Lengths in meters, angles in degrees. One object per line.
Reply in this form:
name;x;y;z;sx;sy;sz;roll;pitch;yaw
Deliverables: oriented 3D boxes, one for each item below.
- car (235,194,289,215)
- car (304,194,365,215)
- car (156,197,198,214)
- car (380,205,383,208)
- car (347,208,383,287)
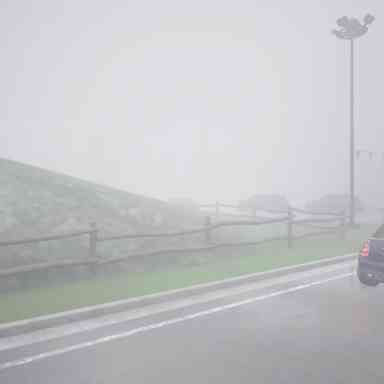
car;7.139;1.221;34.192;5.566;2.045;2.150;0;0;36
car;14.093;1.221;33.033;5.566;2.045;2.150;0;0;40
car;-1.671;1.351;35.462;4.553;1.767;2.097;0;0;29
car;20.764;1.351;32.133;2.097;1.767;4.553;0;0;-43
car;6.097;1.352;8.144;4.553;1.767;2.097;0;0;-35
